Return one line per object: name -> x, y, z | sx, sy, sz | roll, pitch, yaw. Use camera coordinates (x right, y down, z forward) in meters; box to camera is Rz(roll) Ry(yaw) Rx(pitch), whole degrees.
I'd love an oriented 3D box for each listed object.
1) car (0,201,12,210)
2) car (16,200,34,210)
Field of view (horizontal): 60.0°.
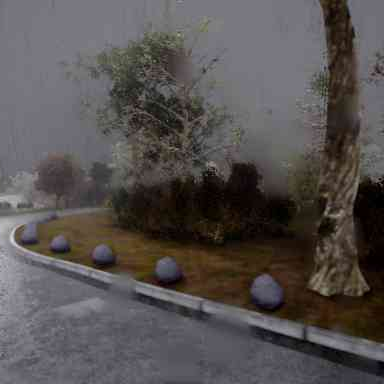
car -> -29.599, 2.043, 51.915 | 1.994, 1.385, 4.181 | 0, 0, -18
car -> -26.368, 2.025, 52.802 | 2.033, 1.411, 5.357 | 0, 0, -17
